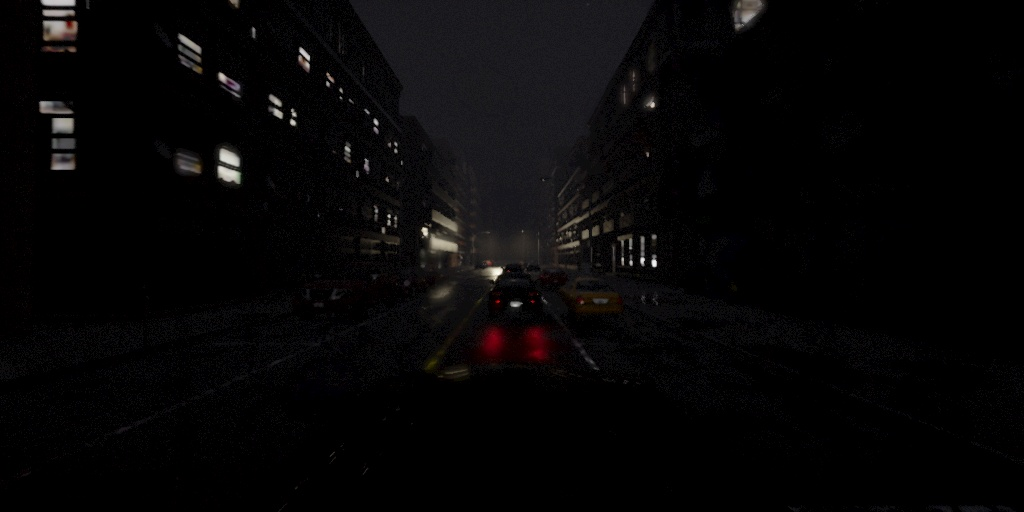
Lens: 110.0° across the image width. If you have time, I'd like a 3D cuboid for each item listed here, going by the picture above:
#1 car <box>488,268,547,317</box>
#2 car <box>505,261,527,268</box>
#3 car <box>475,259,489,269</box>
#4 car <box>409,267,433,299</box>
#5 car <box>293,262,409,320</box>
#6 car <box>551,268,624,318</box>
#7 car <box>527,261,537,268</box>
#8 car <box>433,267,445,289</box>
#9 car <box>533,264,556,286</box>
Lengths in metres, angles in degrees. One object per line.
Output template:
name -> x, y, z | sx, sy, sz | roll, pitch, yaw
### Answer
car -> 0.105, 1.347, 13.504 | 1.812, 1.442, 4.674 | 0, 0, 0
car -> 0.111, 1.433, 31.307 | 1.837, 1.490, 4.892 | 0, 0, 0
car -> -5.666, 1.671, 63.772 | 2.007, 1.370, 4.403 | 0, 0, 0
car -> -5.686, 1.292, 18.683 | 1.967, 1.591, 4.097 | 0, 0, 0
car -> -5.688, 1.133, 13.048 | 2.192, 1.841, 5.009 | 0, 0, 0
car -> 2.693, 1.344, 13.210 | 1.751, 1.417, 4.829 | 0, 0, 0
car -> 2.708, 1.572, 46.857 | 2.007, 1.370, 4.403 | 0, 0, 0
car -> -5.683, 1.431, 24.321 | 1.888, 1.381, 4.507 | 0, 0, 0
car -> 2.697, 1.432, 24.312 | 1.888, 1.381, 4.507 | 0, 0, 0
